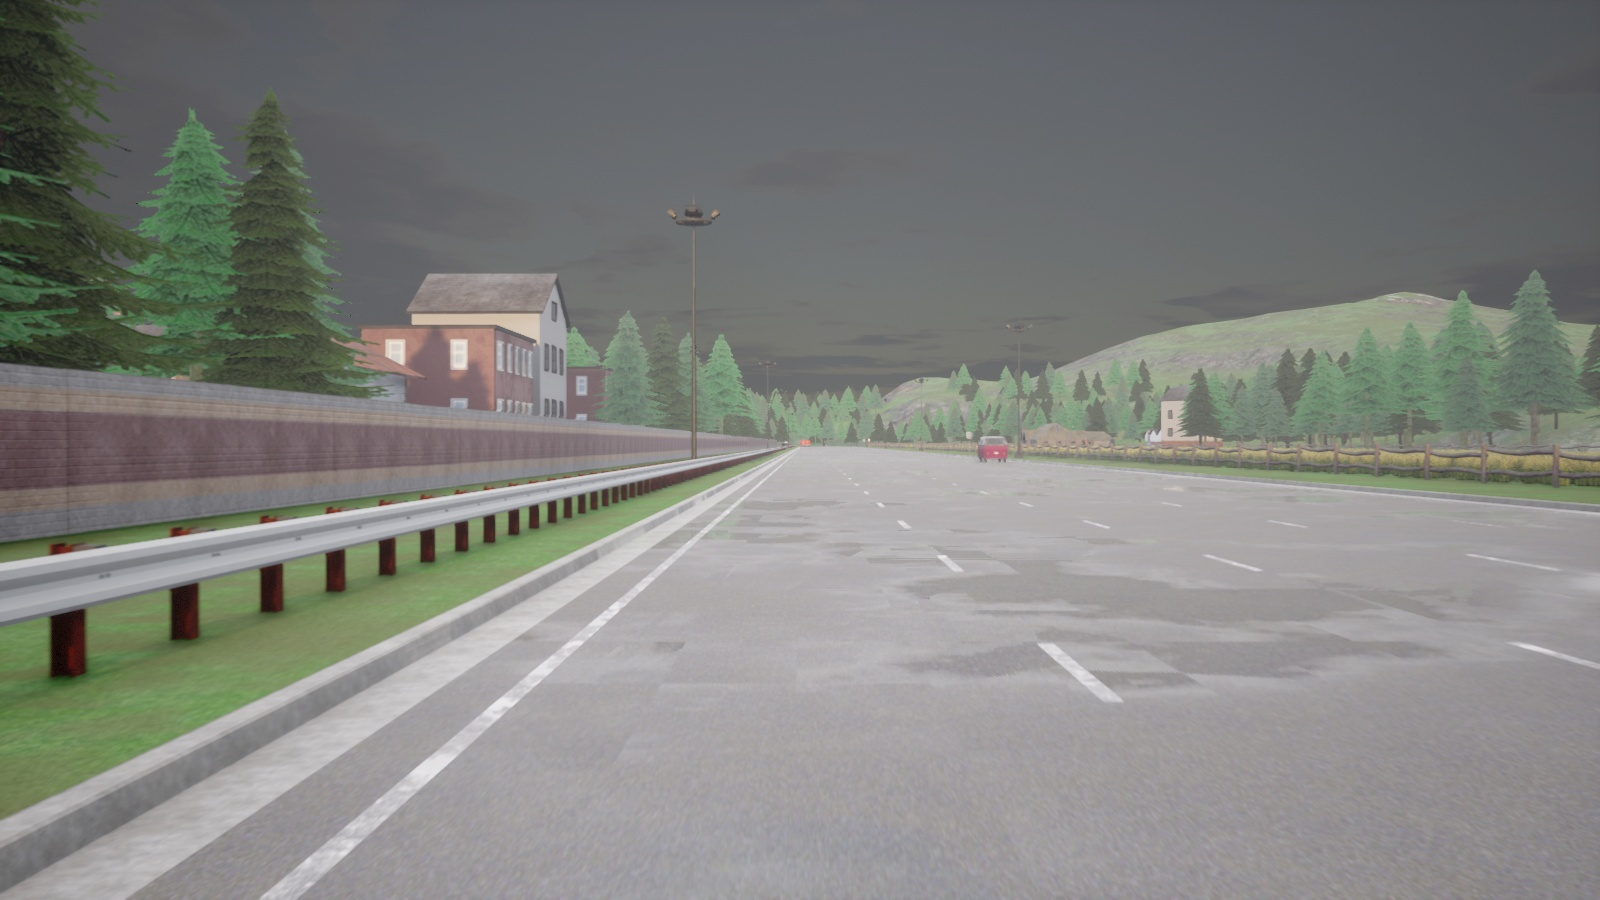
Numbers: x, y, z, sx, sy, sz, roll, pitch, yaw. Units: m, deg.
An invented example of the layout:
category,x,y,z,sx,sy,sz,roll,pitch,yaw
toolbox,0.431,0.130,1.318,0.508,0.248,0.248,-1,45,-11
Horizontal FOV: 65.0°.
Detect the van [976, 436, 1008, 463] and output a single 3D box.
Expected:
category,x,y,z,sx,sy,sz,roll,pitch,yaw
van,14.566,-0.027,95.457,1.775,1.987,4.442,0,0,0
